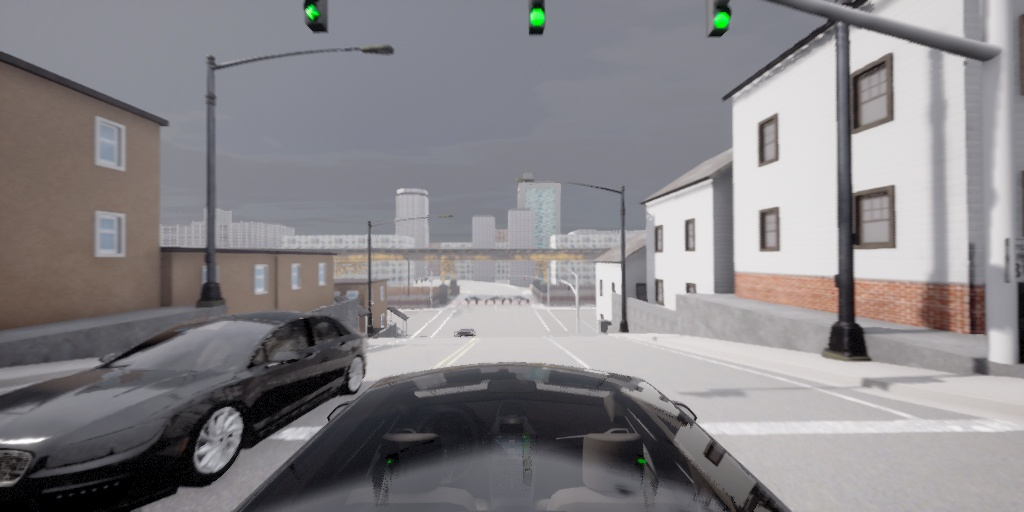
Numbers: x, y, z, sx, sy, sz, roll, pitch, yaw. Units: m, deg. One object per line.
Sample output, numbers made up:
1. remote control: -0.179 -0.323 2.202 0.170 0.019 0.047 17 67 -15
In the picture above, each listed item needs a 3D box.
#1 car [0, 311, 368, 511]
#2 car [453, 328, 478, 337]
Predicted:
1. car: -3.525 1.519 4.707 1.837 1.490 4.892 0 -6 0
2. car: -3.825 6.849 30.528 2.033 1.411 5.357 0 -22 -2
